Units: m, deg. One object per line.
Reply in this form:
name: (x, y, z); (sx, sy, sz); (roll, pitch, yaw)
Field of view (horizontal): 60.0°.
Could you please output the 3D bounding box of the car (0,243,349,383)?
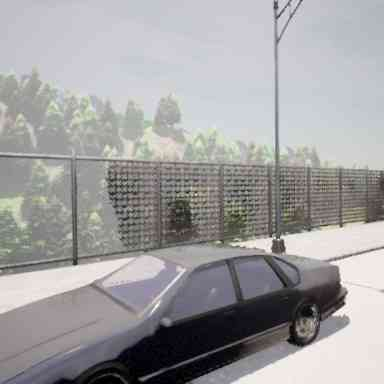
car: (0.024, 1.503, 4.635); (5.357, 1.411, 2.033); (-1, 1, -36)
